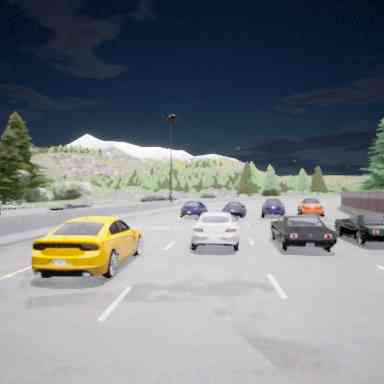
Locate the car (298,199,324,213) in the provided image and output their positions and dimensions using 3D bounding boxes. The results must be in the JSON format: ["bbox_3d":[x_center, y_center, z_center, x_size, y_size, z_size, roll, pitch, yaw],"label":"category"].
[{"bbox_3d":[11.621,1.422,32.691,2.097,1.767,4.553,0,0,15],"label":"car"}]

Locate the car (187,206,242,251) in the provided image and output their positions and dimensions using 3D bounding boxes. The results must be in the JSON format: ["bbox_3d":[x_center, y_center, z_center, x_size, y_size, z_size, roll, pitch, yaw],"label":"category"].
[{"bbox_3d":[1.031,1.545,14.230,1.812,1.442,4.674,0,0,6],"label":"car"}]

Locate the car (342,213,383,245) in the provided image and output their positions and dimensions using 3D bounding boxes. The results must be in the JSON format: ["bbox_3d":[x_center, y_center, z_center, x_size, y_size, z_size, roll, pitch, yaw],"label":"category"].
[{"bbox_3d":[8.200,1.641,15.458,1.895,1.301,4.718,0,0,7],"label":"car"}]

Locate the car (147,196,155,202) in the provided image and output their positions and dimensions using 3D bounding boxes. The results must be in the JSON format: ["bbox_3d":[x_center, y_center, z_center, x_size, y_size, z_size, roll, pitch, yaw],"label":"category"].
[{"bbox_3d":[-6.341,1.536,65.625,1.882,1.535,5.008,0,0,24],"label":"car"}]

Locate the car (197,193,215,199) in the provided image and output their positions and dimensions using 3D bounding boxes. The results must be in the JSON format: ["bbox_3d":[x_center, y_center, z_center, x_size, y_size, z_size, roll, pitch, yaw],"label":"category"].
[{"bbox_3d":[2.920,1.303,68.705,2.150,2.045,5.566,0,0,26],"label":"car"}]

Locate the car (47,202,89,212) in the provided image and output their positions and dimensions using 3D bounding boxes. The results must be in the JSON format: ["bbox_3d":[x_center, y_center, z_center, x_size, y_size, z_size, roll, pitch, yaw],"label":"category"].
[{"bbox_3d":[-10.874,1.606,29.738,1.895,1.301,4.718,0,0,12],"label":"car"}]

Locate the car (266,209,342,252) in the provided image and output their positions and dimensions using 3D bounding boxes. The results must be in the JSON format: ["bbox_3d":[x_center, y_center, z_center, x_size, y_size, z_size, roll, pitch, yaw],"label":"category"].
[{"bbox_3d":[4.523,1.630,14.230,1.895,1.301,4.718,0,0,6],"label":"car"}]

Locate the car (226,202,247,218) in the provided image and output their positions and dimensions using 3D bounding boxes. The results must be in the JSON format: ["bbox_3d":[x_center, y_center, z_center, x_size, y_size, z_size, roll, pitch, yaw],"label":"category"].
[{"bbox_3d":[4.039,1.612,31.269,1.994,1.385,4.181,0,0,13],"label":"car"}]

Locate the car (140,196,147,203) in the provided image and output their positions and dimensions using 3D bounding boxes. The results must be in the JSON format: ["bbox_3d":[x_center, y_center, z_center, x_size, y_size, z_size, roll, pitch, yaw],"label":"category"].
[{"bbox_3d":[-8.812,1.556,68.653,1.837,1.490,4.892,0,0,24],"label":"car"}]

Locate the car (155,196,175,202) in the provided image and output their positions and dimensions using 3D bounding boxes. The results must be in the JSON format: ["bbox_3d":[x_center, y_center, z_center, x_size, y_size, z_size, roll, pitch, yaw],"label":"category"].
[{"bbox_3d":[-4.513,1.623,61.164,1.994,1.385,4.181,0,0,24],"label":"car"}]

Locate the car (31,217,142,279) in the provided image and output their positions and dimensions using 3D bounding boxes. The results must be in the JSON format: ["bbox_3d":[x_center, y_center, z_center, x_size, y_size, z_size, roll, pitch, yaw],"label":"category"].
[{"bbox_3d":[-2.873,1.482,10.155,1.882,1.535,5.008,0,0,4],"label":"car"}]

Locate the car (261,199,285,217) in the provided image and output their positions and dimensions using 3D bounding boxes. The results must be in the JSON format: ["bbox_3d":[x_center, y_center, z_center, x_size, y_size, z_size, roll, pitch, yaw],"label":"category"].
[{"bbox_3d":[7.698,1.410,31.510,2.097,1.767,4.553,0,0,13],"label":"car"}]

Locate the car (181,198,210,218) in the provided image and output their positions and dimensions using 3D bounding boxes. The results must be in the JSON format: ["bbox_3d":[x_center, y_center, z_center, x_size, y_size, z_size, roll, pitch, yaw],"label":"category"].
[{"bbox_3d":[0.243,1.562,30.477,1.812,1.442,4.674,0,0,13],"label":"car"}]
